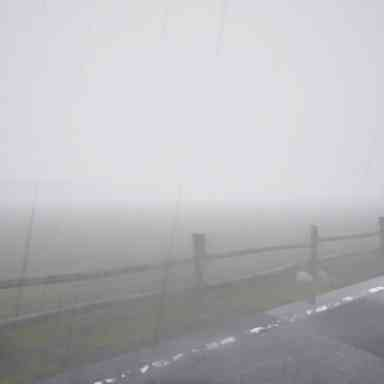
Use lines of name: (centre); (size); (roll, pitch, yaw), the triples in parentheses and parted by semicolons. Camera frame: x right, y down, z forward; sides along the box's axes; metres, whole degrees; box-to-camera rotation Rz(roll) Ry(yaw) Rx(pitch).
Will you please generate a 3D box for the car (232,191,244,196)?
car: (11.490, 0.474, 82.561); (1.882, 1.535, 5.008); (1, 0, -36)
